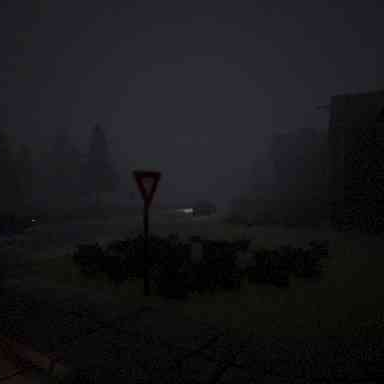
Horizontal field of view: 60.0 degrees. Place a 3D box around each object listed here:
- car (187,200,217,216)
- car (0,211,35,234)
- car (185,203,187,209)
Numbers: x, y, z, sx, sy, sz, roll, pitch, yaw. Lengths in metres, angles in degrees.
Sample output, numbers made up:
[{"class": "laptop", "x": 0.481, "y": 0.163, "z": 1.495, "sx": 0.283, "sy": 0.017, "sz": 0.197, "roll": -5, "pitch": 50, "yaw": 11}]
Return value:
[{"class": "car", "x": 1.340, "y": 1.698, "z": 35.307, "sx": 1.816, "sy": 1.474, "sz": 4.193, "roll": -6, "pitch": -2, "yaw": 17}, {"class": "car", "x": -11.442, "y": 1.787, "z": 18.693, "sx": 2.033, "sy": 1.411, "sz": 5.357, "roll": 0, "pitch": 0, "yaw": 19}, {"class": "car", "x": 0.457, "y": 1.934, "z": 52.397, "sx": 1.895, "sy": 1.301, "sz": 4.718, "roll": 0, "pitch": 0, "yaw": 20}]
